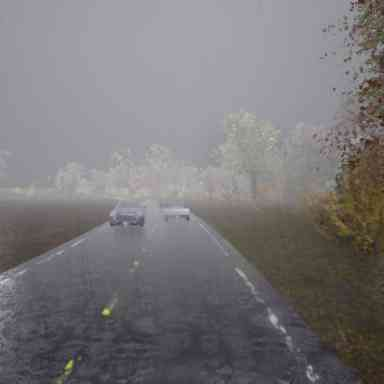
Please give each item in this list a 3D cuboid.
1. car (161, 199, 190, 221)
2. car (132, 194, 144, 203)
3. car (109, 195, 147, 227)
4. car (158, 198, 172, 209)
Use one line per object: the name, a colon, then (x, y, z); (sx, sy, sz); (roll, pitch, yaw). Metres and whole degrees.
car: (-1.263, 1.494, 26.294); (1.895, 1.301, 4.718); (0, 0, -5)
car: (-9.889, 1.230, 60.862); (1.882, 1.535, 5.008); (0, 0, -12)
car: (-4.083, 1.267, 21.817); (2.097, 1.767, 4.553); (0, 0, -5)
car: (-3.295, 1.426, 42.629); (1.895, 1.301, 4.718); (0, 0, -9)
